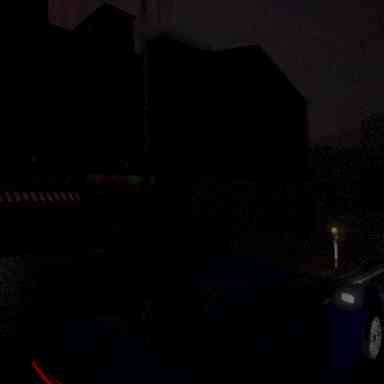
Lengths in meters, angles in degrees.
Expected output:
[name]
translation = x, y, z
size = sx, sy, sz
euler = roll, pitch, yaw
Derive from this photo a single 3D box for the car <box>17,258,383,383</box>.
[car]
translation = 0.682, 1.569, 4.060
size = 5.008, 1.535, 1.882
euler = 0, -2, -44
